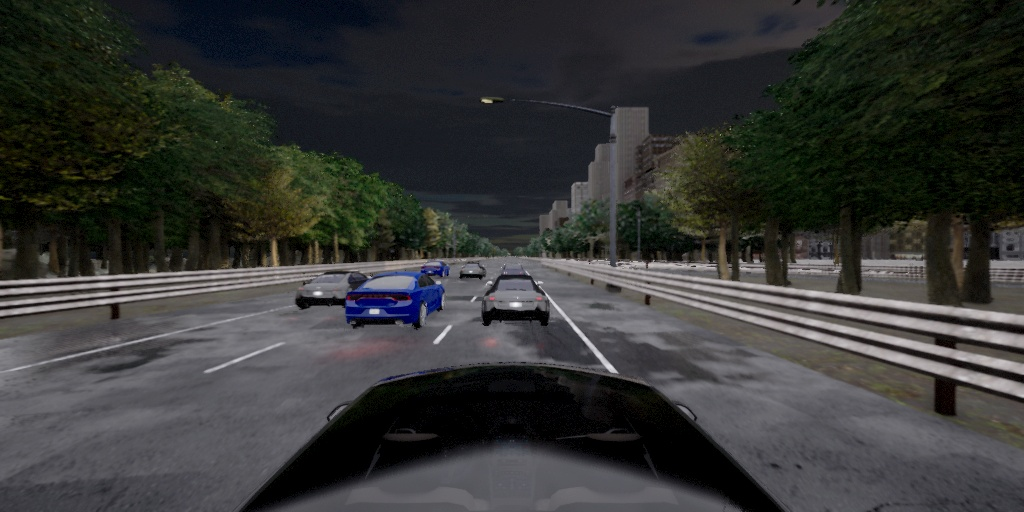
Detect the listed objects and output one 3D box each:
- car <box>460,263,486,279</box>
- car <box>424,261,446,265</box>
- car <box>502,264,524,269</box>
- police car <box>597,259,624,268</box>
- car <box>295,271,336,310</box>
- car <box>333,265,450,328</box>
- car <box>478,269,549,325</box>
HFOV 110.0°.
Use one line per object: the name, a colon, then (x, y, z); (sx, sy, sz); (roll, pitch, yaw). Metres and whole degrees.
car: (-3.401, 1.267, 31.612); (1.994, 1.385, 4.181); (0, 0, 0)
car: (-6.899, 1.178, 32.620); (1.882, 1.535, 5.008); (0, 0, 0)
car: (0.103, 1.308, 29.633); (1.895, 1.301, 4.718); (0, 0, 0)
police car: (16.049, 1.298, 59.425); (2.038, 1.542, 4.974); (0, 0, -32)
car: (-6.900, 1.300, 14.753); (1.994, 1.385, 4.181); (0, 0, 0)
car: (-3.400, 1.219, 11.335); (1.882, 1.535, 5.008); (0, 0, 0)
car: (0.101, 1.305, 11.848); (1.994, 1.385, 4.181); (0, 0, 0)
